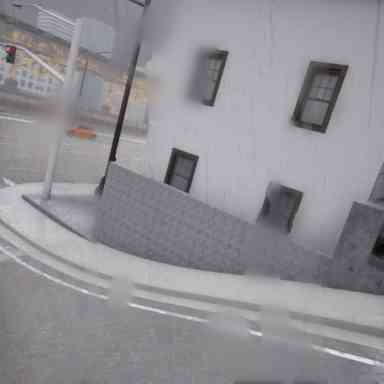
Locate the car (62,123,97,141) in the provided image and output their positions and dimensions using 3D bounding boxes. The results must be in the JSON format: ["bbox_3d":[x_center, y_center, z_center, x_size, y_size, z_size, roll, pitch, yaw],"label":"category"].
[{"bbox_3d":[-13.503,-7.310,39.303,2.097,1.767,4.553,24,13,34],"label":"car"}]
